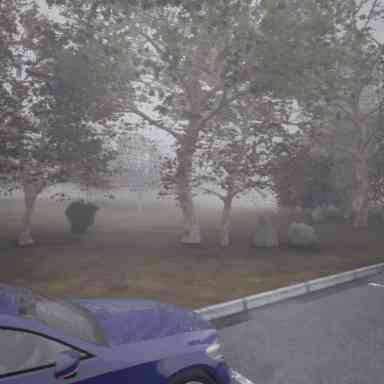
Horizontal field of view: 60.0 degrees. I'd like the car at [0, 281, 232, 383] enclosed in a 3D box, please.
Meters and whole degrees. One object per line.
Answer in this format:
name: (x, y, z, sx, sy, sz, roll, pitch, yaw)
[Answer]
car: (-1.822, 1.520, 2.758, 4.674, 1.452, 2.002, 0, 0, -33)
